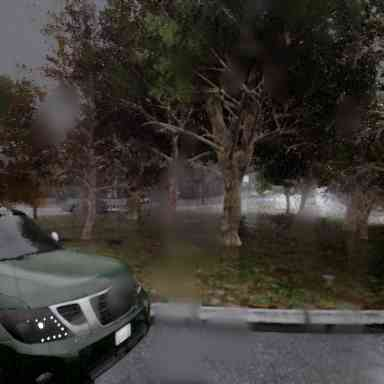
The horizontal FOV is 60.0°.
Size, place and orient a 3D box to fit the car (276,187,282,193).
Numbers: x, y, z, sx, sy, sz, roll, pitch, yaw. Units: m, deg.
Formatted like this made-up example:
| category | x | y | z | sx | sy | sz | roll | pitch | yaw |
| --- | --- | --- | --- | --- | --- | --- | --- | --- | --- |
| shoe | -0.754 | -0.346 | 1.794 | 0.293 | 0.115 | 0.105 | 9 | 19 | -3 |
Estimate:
| category | x | y | z | sx | sy | sz | roll | pitch | yaw |
| --- | --- | --- | --- | --- | --- | --- | --- | --- | --- |
| car | 21.998 | -0.630 | 90.534 | 2.435 | 2.045 | 5.566 | 0 | 3 | 26 |

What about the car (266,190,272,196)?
| category | x | y | z | sx | sy | sz | roll | pitch | yaw |
| --- | --- | --- | --- | --- | --- | --- | --- | --- | --- |
| car | 17.045 | 0.216 | 80.372 | 1.946 | 1.575 | 5.366 | 0 | 3 | 26 |

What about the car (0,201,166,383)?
| category | x | y | z | sx | sy | sz | roll | pitch | yaw |
| --- | --- | --- | --- | --- | --- | --- | --- | --- | --- |
| car | -3.357 | 1.187 | 4.607 | 5.566 | 2.045 | 2.150 | 1 | 0 | 20 |

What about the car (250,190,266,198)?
| category | x | y | z | sx | sy | sz | roll | pitch | yaw |
| --- | --- | --- | --- | --- | --- | --- | --- | --- | --- |
| car | 14.622 | 0.510 | 75.418 | 1.946 | 1.575 | 5.366 | 0 | 3 | 26 |

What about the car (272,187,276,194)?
| category | x | y | z | sx | sy | sz | roll | pitch | yaw |
| --- | --- | --- | --- | --- | --- | --- | --- | --- | --- |
| car | 19.461 | -0.076 | 85.332 | 1.946 | 1.575 | 5.366 | 0 | 3 | 26 |

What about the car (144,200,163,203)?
| category | x | y | z | sx | sy | sz | roll | pitch | yaw |
| --- | --- | --- | --- | --- | --- | --- | --- | --- | --- |
| car | -5.607 | 1.696 | 44.164 | 4.181 | 1.385 | 1.994 | 0 | 0 | -20 |

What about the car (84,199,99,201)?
| category | x | y | z | sx | sy | sz | roll | pitch | yaw |
| --- | --- | --- | --- | --- | --- | --- | --- | --- | --- |
| car | -11.657 | 1.560 | 36.455 | 4.892 | 1.490 | 1.837 | 0 | -1 | -43 |

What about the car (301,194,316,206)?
| category | x | y | z | sx | sy | sz | roll | pitch | yaw |
| --- | --- | --- | --- | --- | --- | --- | --- | --- | --- |
| car | 19.400 | 1.171 | 55.535 | 2.150 | 2.045 | 5.566 | 0 | 2 | 17 |
